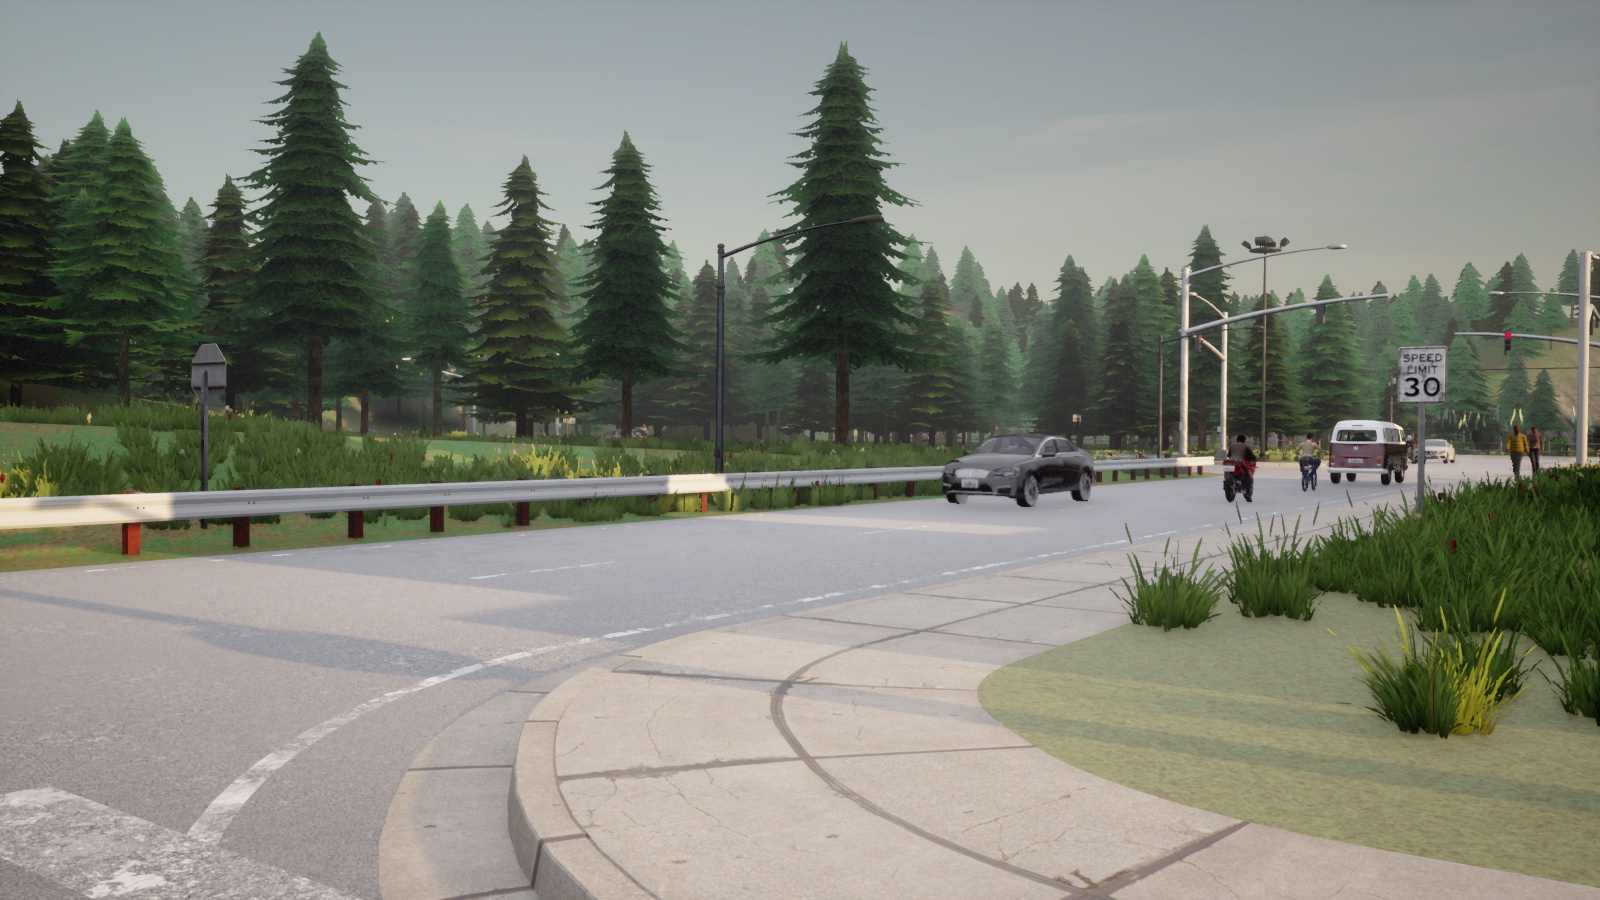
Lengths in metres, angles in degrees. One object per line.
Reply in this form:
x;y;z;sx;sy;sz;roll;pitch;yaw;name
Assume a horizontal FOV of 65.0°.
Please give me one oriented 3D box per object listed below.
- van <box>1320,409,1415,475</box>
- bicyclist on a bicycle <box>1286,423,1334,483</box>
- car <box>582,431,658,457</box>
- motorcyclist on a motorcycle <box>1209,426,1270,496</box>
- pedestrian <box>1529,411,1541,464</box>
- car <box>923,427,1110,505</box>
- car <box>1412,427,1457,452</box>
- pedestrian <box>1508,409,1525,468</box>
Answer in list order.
18.592;-0.274;41.030;2.069;2.038;4.480;0;1;35;van
13.936;0.074;34.296;0.866;1.612;1.509;0;0;35;bicyclist on a bicycle
-11.951;-0.394;83.249;4.856;1.649;2.033;0;1;36;car
10.024;0.233;28.613;0.797;1.523;2.044;0;1;35;motorcyclist on a motorcycle
25.436;-0.437;43.457;0.328;1.805;0.869;0;1;34;pedestrian
4.792;0.273;27.192;2.128;1.511;4.902;0;1;35;car
38.302;-0.624;75.763;1.812;1.442;4.674;0;1;35;car
22.459;-0.354;39.367;0.370;1.835;0.726;0;1;36;pedestrian
